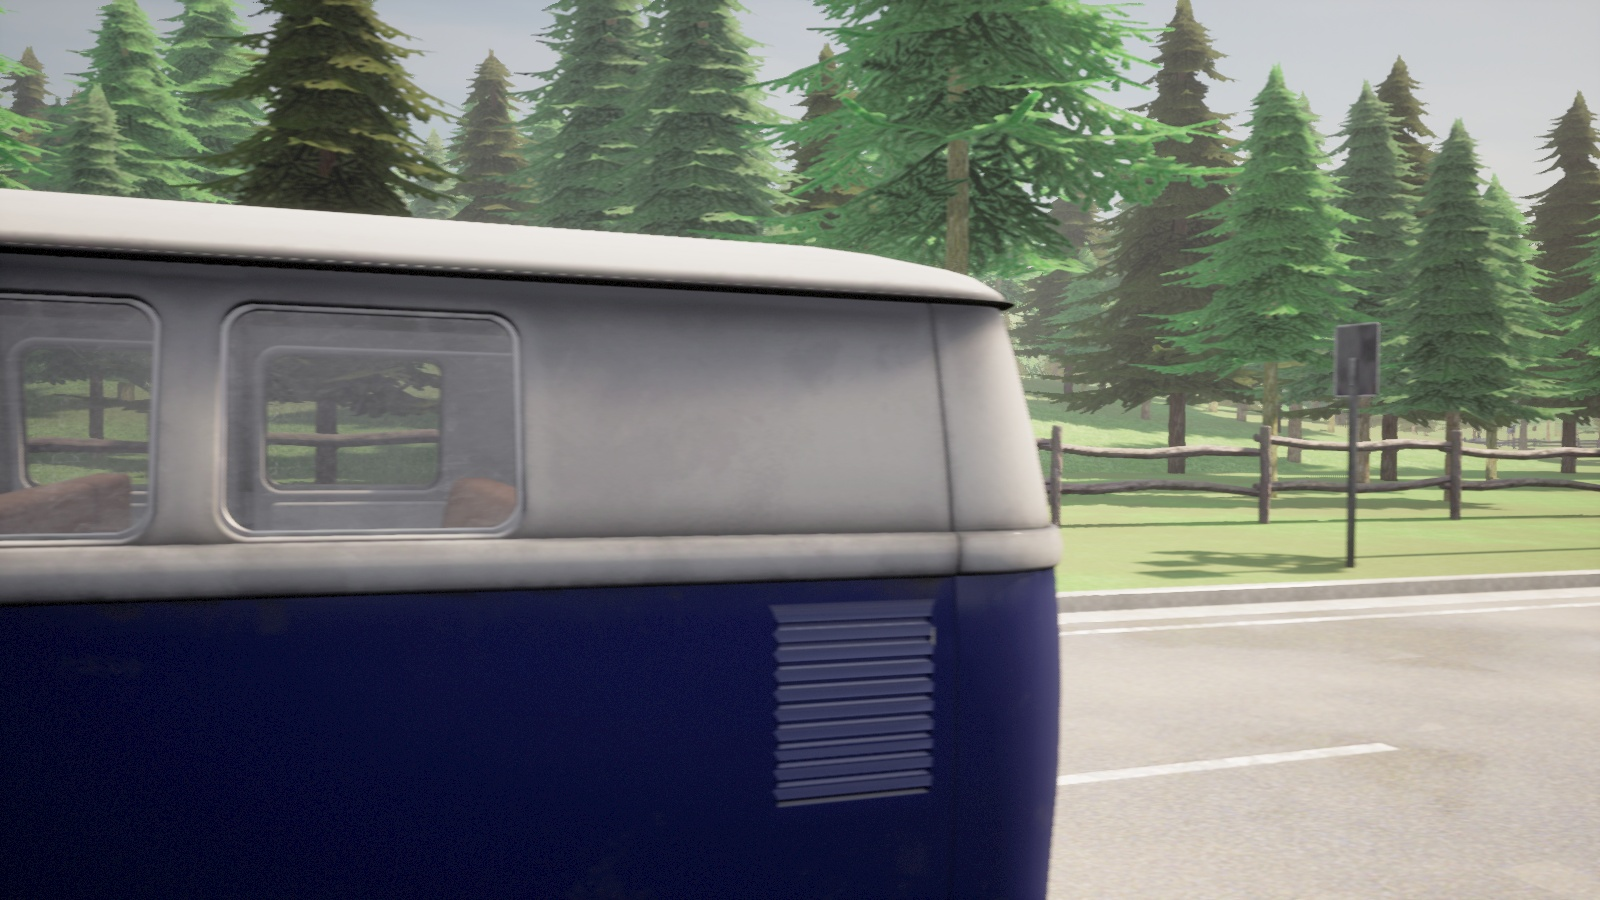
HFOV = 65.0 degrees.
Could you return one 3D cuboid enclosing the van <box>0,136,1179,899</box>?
[{"bbox_3d":[-1.613,0.527,2.624,4.442,1.987,1.775,-1,1,-21],"label":"van"}]
